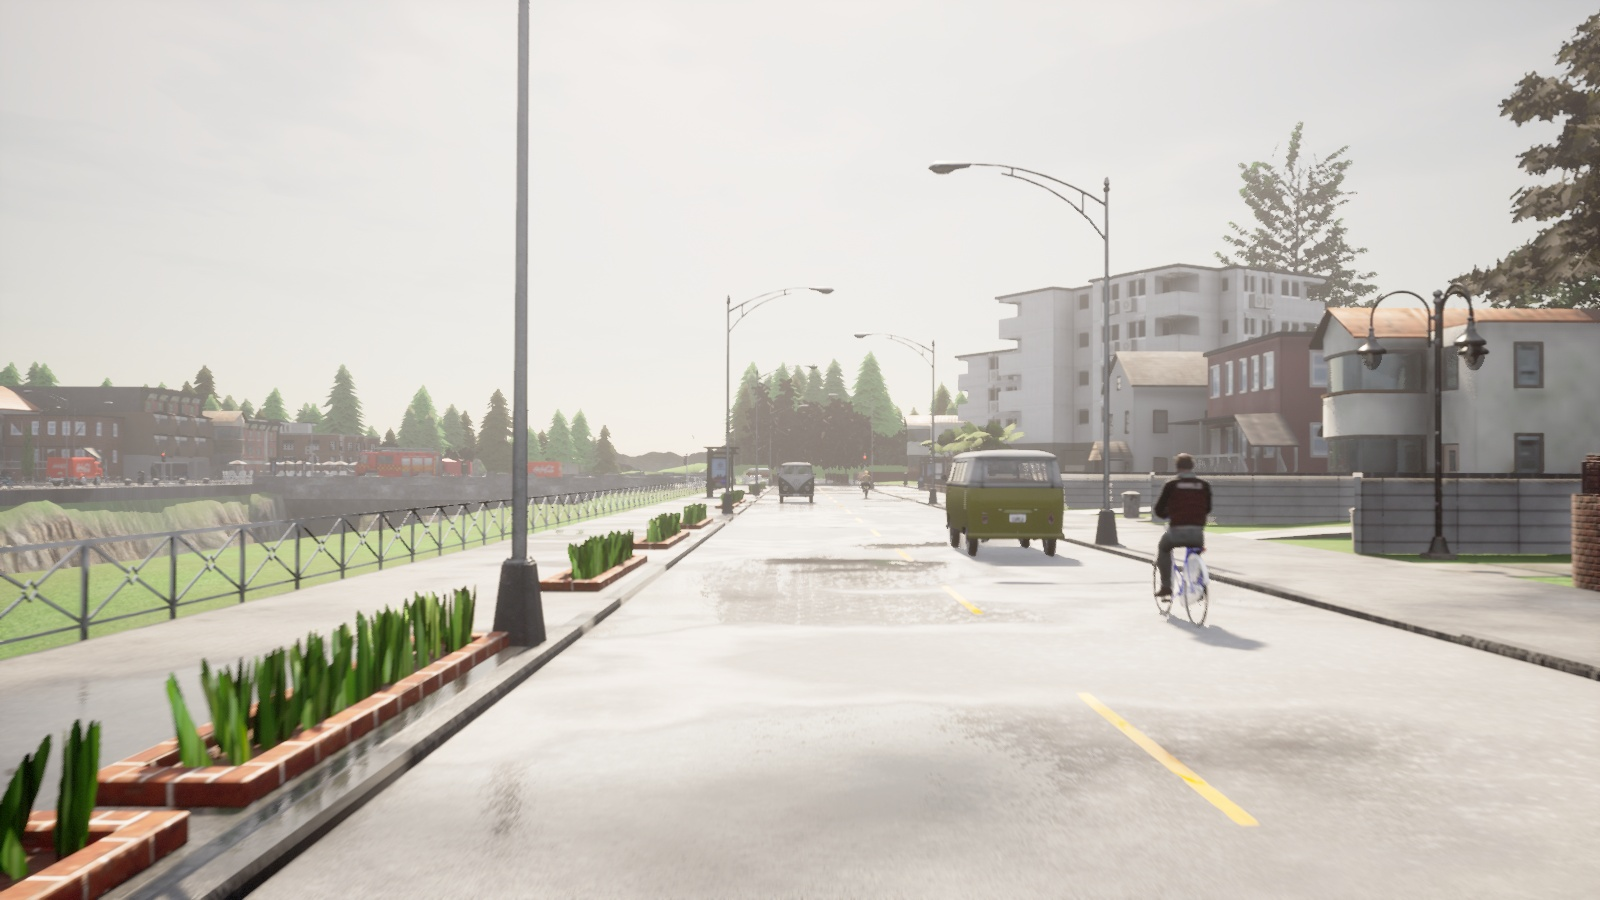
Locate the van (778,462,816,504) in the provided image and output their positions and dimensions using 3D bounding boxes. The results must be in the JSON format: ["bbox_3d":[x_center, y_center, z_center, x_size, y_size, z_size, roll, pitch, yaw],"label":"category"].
[{"bbox_3d":[-0.158,1.605,61.947,1.775,1.987,4.442,0,-1,0],"label":"van"}]

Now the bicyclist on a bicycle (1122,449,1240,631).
[{"bbox_3d":[3.960,0.890,13.190,0.659,1.776,1.843,0,-1,0],"label":"bicyclist on a bicycle"}]

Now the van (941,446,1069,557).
[{"bbox_3d":[3.936,0.967,24.802,1.775,1.987,4.442,0,-1,0],"label":"van"}]
